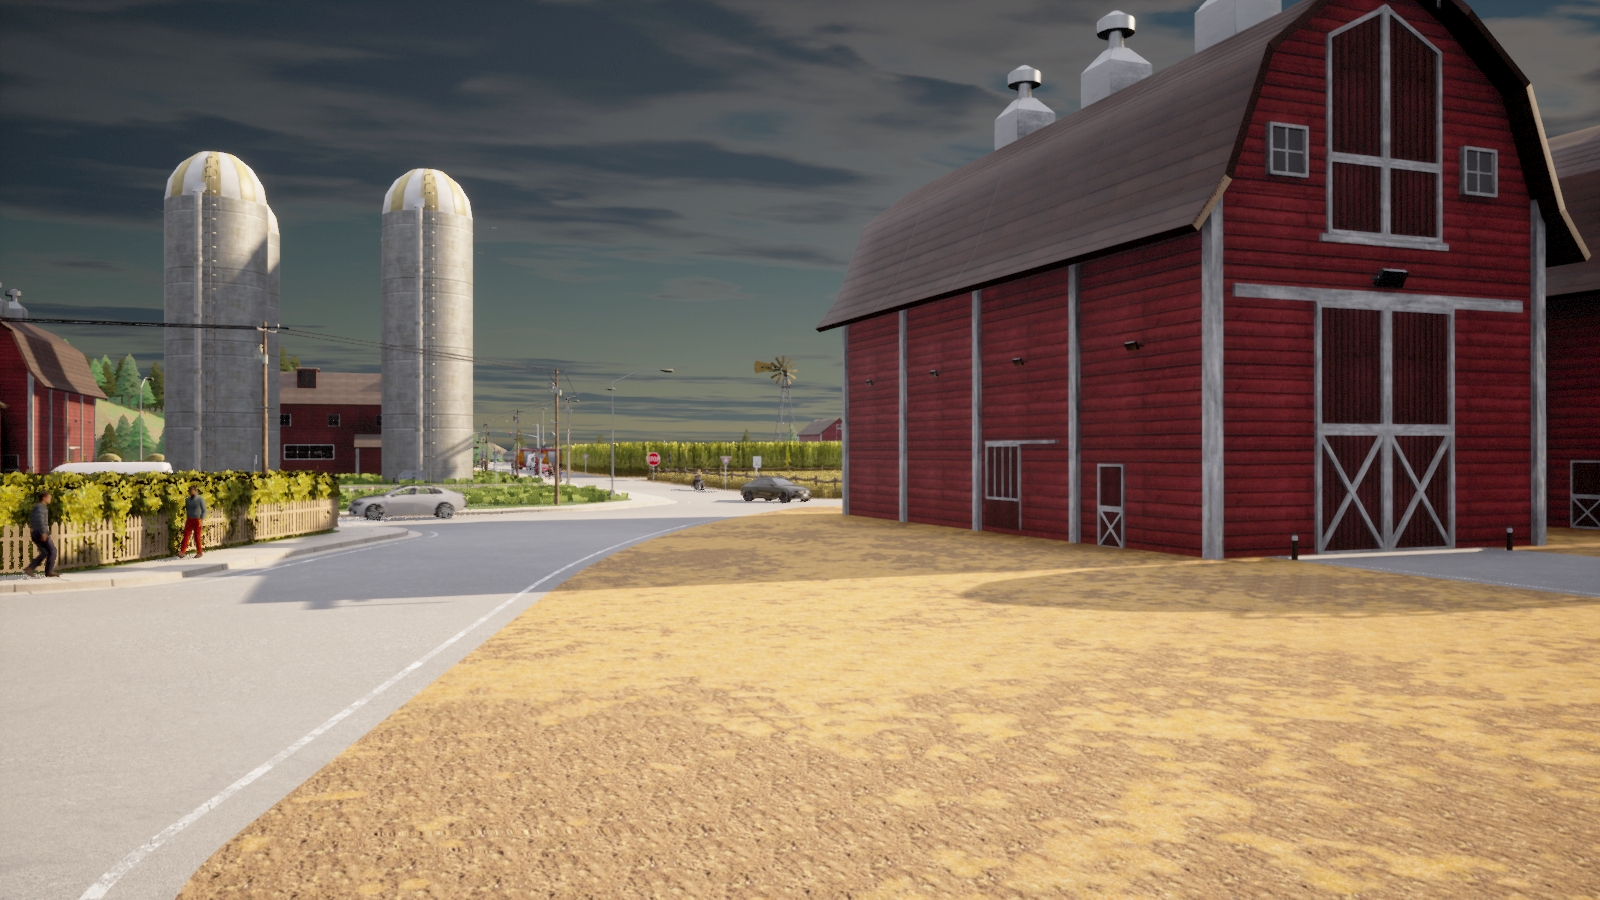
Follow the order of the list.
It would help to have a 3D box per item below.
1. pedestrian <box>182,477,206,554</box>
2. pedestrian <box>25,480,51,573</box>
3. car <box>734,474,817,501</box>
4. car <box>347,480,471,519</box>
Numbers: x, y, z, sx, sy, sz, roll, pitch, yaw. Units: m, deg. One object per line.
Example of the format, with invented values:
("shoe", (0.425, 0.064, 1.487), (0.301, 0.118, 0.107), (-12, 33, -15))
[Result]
("pedestrian", (-14.882, 1.602, 28.061), (0.375, 1.860, 0.375), (0, 0, 3))
("pedestrian", (-15.561, 1.548, 23.327), (0.375, 1.860, 0.375), (0, 0, 45))
("car", (-1.424, 2.138, 65.603), (4.674, 1.442, 2.002), (0, 0, 42))
("car", (-17.022, 2.125, 49.759), (4.902, 1.511, 2.128), (0, 0, -24))
